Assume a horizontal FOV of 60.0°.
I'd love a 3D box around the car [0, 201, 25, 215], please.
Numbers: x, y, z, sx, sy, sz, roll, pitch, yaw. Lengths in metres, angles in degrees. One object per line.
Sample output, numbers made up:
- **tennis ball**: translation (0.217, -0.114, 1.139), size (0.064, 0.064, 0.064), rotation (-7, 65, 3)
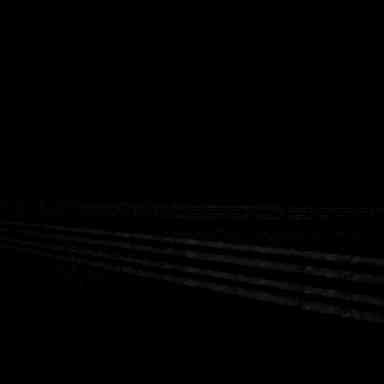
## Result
- **car**: translation (-20.299, 1.691, 35.442), size (5.357, 1.411, 2.033), rotation (0, 0, 18)
